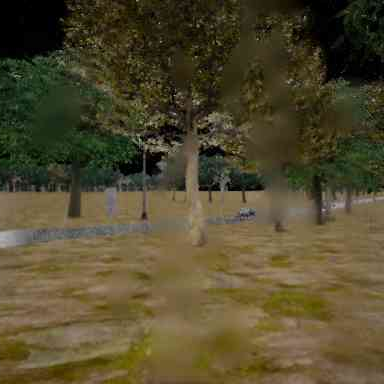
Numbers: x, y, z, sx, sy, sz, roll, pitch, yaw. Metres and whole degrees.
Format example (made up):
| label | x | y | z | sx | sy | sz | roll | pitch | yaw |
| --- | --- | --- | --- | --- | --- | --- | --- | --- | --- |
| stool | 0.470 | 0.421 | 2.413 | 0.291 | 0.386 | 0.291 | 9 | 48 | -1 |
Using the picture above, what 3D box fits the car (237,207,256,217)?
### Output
| label | x | y | z | sx | sy | sz | roll | pitch | yaw |
| --- | --- | --- | --- | --- | --- | --- | --- | --- | --- |
| car | 9.266 | 3.366 | 56.049 | 2.128 | 1.511 | 4.902 | -2 | -2 | 33 |
